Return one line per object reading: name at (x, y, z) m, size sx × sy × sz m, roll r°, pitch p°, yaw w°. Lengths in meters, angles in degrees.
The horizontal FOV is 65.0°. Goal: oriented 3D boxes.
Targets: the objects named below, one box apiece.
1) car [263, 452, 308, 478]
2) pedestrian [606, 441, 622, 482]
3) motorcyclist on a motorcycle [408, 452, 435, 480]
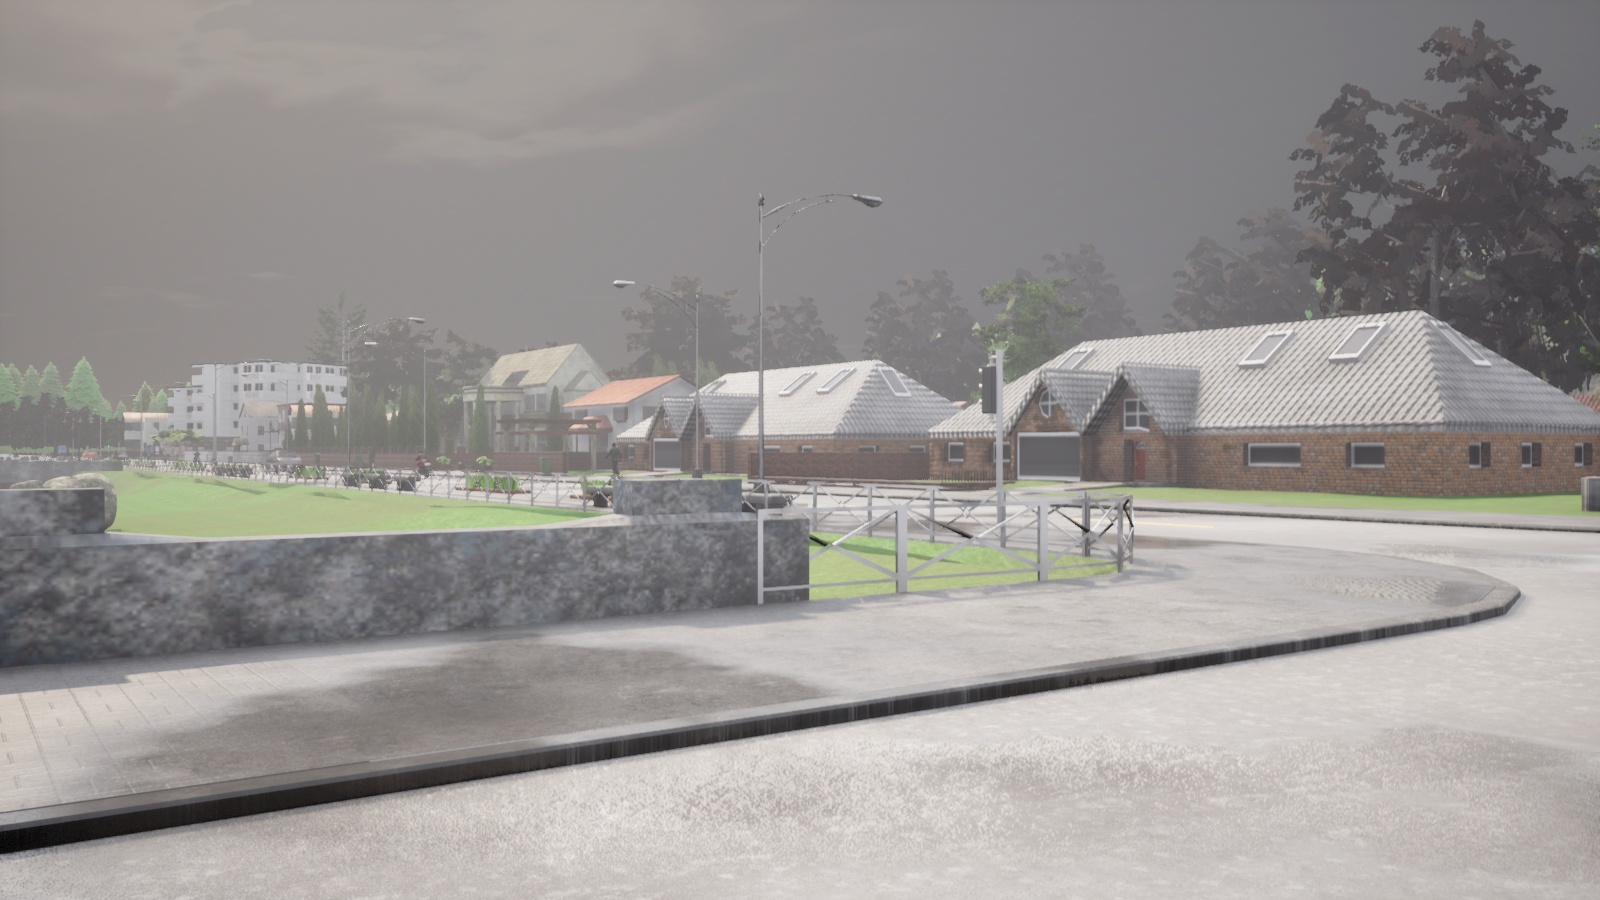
car at (-32.151, 0.934, 78.415) m, size 1.789 × 1.549 × 3.705 m, roll 0°, pitch 0°, yaw -35°
pedestrian at (-8.934, 0.549, 60.371) m, size 0.423 × 1.949 × 0.788 m, roll 0°, pitch 0°, yaw -39°
motorcyclist on a motorcycle at (-20.850, 0.881, 69.188) m, size 0.797 × 1.523 × 2.044 m, roll 0°, pitch 0°, yaw -35°
